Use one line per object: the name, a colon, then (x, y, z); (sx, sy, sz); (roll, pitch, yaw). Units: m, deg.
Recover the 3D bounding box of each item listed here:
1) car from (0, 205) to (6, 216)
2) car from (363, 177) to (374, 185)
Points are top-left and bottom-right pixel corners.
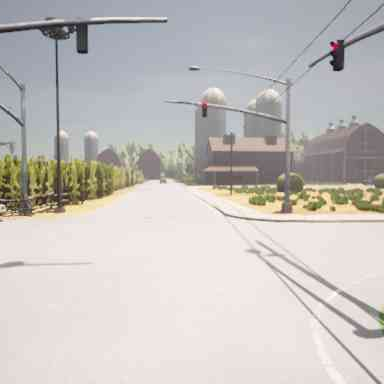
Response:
car: (-12.138, 0.937, 16.597); (4.718, 1.301, 1.895); (0, 3, -7)
car: (41.707, -2.565, 78.180); (1.905, 1.878, 3.866); (10, 10, 40)
